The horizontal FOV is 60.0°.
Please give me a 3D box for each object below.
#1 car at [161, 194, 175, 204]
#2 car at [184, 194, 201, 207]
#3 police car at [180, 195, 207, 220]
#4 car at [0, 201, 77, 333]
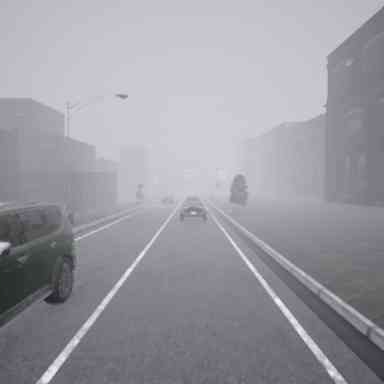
[{"bbox_3d":[-3.540,0.990,49.332,1.882,1.535,5.008,0,0,0],"label":"car"},{"bbox_3d":[0.071,1.075,44.115,2.163,1.488,4.792,0,1,0],"label":"car"},{"bbox_3d":[0.099,1.296,26.069,2.038,1.542,4.974,0,1,0],"label":"police car"},{"bbox_3d":[-3.600,1.206,5.147,2.150,2.045,5.566,0,0,0],"label":"car"}]
